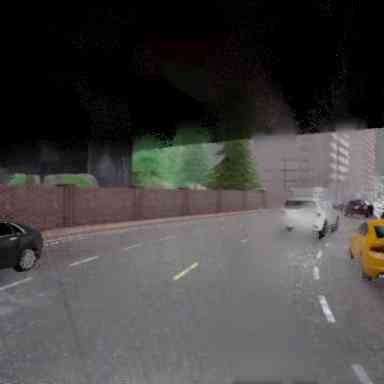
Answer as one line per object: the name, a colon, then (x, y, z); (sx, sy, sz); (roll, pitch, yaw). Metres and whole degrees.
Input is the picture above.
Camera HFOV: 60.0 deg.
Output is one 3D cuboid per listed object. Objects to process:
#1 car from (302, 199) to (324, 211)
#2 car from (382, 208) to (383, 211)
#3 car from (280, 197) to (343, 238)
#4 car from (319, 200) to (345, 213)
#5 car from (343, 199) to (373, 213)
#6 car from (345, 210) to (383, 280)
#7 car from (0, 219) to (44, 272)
car: (16.715, 1.751, 45.818); (1.812, 1.442, 4.674); (1, 0, 35)
car: (16.107, 1.707, 26.261); (1.812, 1.442, 4.674); (1, 0, 34)
car: (6.651, 1.297, 18.553); (2.150, 2.045, 5.566); (0, 0, 33)
car: (16.937, 1.698, 40.052); (1.837, 1.490, 4.892); (1, 0, 35)
car: (16.931, 1.543, 33.596); (2.097, 1.767, 4.553); (1, 0, 34)
car: (5.837, 1.543, 9.799); (1.882, 1.535, 5.008); (0, 0, 21)
car: (-5.740, 1.443, 8.043); (1.837, 1.490, 4.892); (0, 0, 14)
